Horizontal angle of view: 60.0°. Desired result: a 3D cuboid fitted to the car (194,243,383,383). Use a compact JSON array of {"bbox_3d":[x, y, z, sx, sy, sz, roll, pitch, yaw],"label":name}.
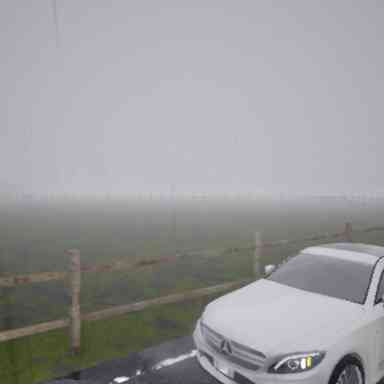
[{"bbox_3d":[2.194,1.536,4.805,4.674,1.442,1.812,0,0,-37],"label":"car"}]
